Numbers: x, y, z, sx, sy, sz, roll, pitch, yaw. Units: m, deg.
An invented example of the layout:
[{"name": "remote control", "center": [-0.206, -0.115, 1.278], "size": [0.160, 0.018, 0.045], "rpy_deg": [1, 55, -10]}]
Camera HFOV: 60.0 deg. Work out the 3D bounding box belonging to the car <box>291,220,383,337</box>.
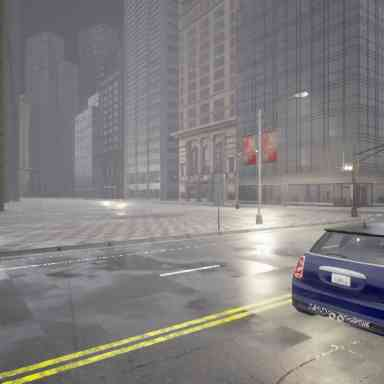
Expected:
[{"name": "car", "center": [3.992, 1.352, 6.303], "size": [4.553, 1.767, 2.097], "rpy_deg": [0, 0, -36]}]
